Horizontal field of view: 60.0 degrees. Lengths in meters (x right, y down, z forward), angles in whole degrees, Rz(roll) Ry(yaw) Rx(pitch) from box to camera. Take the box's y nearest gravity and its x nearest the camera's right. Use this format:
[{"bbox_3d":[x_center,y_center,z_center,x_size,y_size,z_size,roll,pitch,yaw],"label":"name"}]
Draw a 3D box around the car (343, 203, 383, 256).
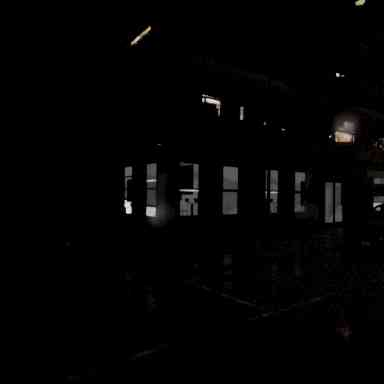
[{"bbox_3d":[7.529,1.318,11.946,5.009,1.841,2.192,0,1,-36],"label":"car"}]
